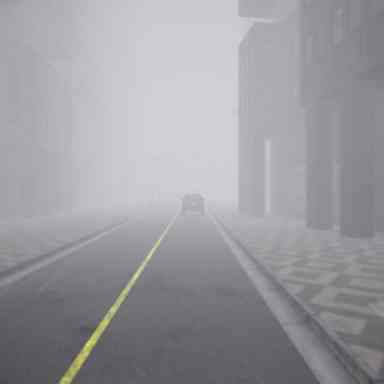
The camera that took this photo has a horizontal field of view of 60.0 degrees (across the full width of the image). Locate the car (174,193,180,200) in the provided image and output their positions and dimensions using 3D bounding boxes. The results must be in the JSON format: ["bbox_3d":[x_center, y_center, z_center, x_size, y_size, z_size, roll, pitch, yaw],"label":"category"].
[{"bbox_3d":[-2.982,1.015,76.258,2.097,1.767,4.553,0,0,0],"label":"car"}]

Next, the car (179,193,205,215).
[{"bbox_3d":[0.110,1.209,33.832,2.150,2.045,5.566,0,0,0],"label":"car"}]
